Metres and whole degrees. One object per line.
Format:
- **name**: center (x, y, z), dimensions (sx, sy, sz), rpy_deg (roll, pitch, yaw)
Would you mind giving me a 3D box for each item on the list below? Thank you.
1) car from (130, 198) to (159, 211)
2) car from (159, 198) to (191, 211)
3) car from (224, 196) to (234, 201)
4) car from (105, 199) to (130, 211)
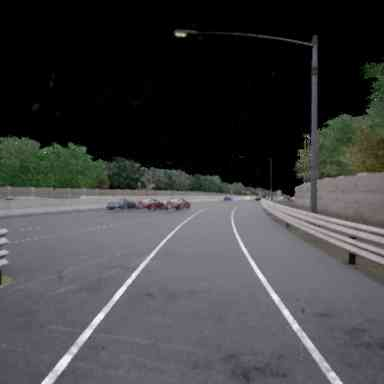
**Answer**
- **car**: center (-4.905, 1.440, 38.660), dimensions (1.812, 1.442, 4.674), rpy_deg (-1, 0, 20)
- **car**: center (-1.609, 1.380, 37.482), dimensions (1.812, 1.442, 4.674), rpy_deg (-1, 0, 20)
- **car**: center (10.200, 1.809, 91.414), dimensions (1.882, 1.535, 5.008), rpy_deg (0, -1, 20)
- **car**: center (-8.192, 1.491, 39.836), dimensions (2.033, 1.411, 5.357), rpy_deg (0, 0, 20)
